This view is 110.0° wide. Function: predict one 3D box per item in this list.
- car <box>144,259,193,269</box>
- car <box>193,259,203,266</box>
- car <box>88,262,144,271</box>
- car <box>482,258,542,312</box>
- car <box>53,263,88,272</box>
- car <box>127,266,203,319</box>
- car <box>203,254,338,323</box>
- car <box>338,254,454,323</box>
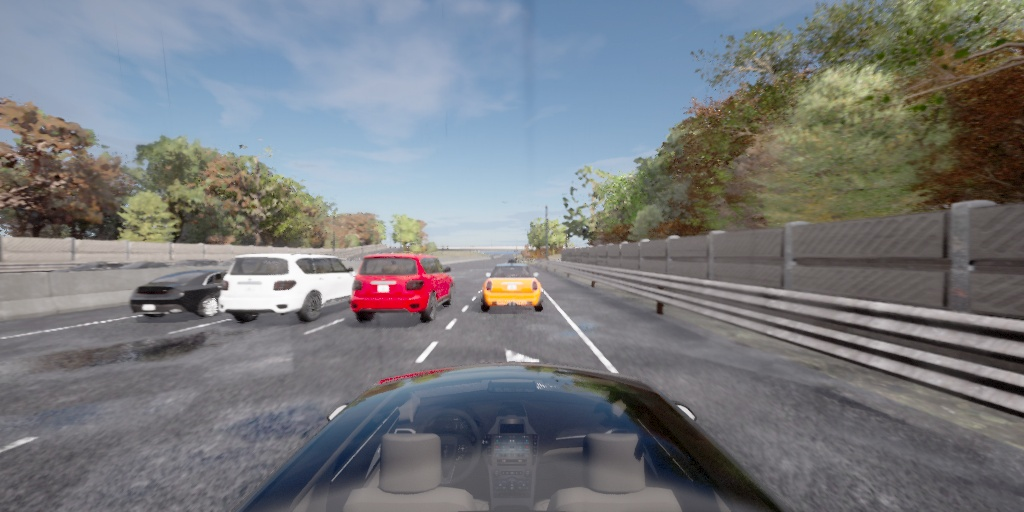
[{"bbox_3d":[-24.580,1.040,27.427,2.097,1.767,4.553,0,0,0],"label":"car"},{"bbox_3d":[-21.082,1.040,27.367,2.097,1.767,4.553,0,0,0],"label":"car"},{"bbox_3d":[-28.080,1.167,27.171,1.882,1.535,5.008,0,0,0],"label":"car"},{"bbox_3d":[0.001,1.067,14.257,2.097,1.767,4.553,0,0,0],"label":"car"},{"bbox_3d":[-31.579,1.195,27.325,1.837,1.490,4.892,0,0,0],"label":"car"},{"bbox_3d":[-10.398,1.224,12.691,1.837,1.490,4.892,0,0,0],"label":"car"},{"bbox_3d":[-6.899,0.942,12.104,2.150,2.045,5.566,0,0,0],"label":"car"},{"bbox_3d":[-3.400,0.942,12.165,2.150,2.045,5.566,0,0,0],"label":"car"}]
